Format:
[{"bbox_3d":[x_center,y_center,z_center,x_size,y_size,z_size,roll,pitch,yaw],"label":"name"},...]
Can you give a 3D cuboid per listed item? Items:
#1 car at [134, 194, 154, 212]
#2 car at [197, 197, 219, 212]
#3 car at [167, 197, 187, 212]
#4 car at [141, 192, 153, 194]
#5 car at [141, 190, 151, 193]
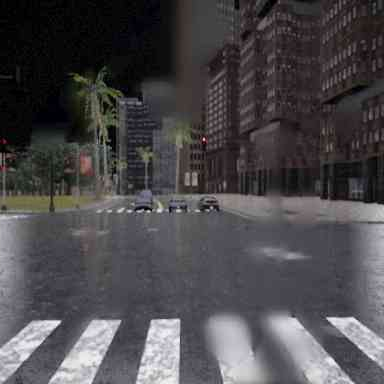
[{"bbox_3d":[-5.000,1.298,34.823,2.033,1.411,5.357,0,1,-5],"label":"car"},{"bbox_3d":[1.694,1.256,35.167,1.837,1.490,4.892,0,1,-5],"label":"car"},{"bbox_3d":[-1.564,1.241,35.074,2.128,1.511,4.902,0,1,-5],"label":"car"},{"bbox_3d":[-6.975,1.129,52.522,1.895,1.301,4.718,0,1,-8],"label":"car"},{"bbox_3d":[-9.312,0.542,68.213,2.150,2.045,5.566,0,1,-10],"label":"car"}]
